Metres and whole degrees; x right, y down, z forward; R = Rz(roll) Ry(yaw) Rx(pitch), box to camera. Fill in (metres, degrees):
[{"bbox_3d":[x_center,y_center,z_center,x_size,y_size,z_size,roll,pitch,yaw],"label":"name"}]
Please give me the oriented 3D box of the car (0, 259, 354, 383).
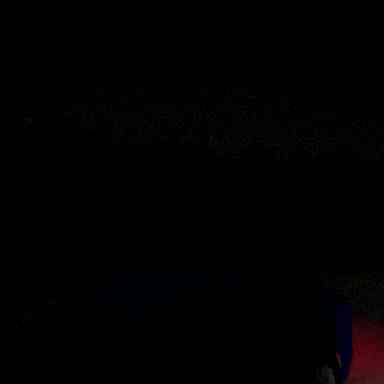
[{"bbox_3d":[-0.486,1.496,3.140,5.008,1.535,1.882,1,-1,-35],"label":"car"}]
